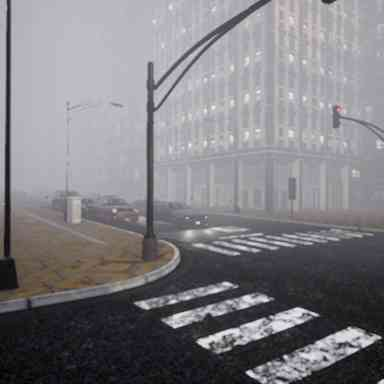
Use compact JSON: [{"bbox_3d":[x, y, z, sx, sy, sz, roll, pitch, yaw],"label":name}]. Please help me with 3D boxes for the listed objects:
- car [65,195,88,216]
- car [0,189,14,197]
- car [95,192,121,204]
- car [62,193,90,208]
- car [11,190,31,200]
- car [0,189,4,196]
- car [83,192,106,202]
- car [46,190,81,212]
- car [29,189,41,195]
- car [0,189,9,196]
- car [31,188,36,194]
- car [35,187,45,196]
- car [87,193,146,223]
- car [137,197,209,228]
[{"bbox_3d":[-8.330,1.162,26.431,1.802,1.307,4.206,2,0,-36],"label":"car"},{"bbox_3d":[-37.543,0.165,67.215,2.008,1.369,4.403,2,0,-36],"label":"car"},{"bbox_3d":[-11.392,0.824,45.100,1.752,1.417,4.829,2,0,-36],"label":"car"},{"bbox_3d":[-13.244,0.888,37.740,1.812,1.442,4.674,0,1,-36],"label":"car"},{"bbox_3d":[-27.805,0.480,53.620,1.887,1.381,4.507,2,0,-36],"label":"car"},{"bbox_3d":[-34.297,0.266,62.683,1.887,1.381,4.507,2,0,-36],"label":"car"},{"bbox_3d":[-14.542,0.761,49.494,1.947,1.339,4.313,2,0,-36],"label":"car"},{"bbox_3d":[-11.568,0.788,30.963,2.192,1.841,5.009,2,0,-36],"label":"car"},{"bbox_3d":[-40.519,-0.097,85.760,1.947,1.339,4.313,2,0,-36],"label":"car"},{"bbox_3d":[-40.790,0.073,71.746,1.947,1.339,4.313,2,0,-36],"label":"car"},{"bbox_3d":[-37.265,-0.241,81.226,2.192,1.841,5.009,2,0,-36],"label":"car"},{"bbox_3d":[-34.024,0.096,76.693,1.887,1.381,4.507,2,0,-36],"label":"car"},{"bbox_3d":[-5.080,1.128,21.900,1.967,1.590,4.097,2,0,-36],"label":"car"},{"bbox_3d":[-1.158,1.309,20.861,2.033,1.411,5.357,0,1,-35],"label":"car"}]
